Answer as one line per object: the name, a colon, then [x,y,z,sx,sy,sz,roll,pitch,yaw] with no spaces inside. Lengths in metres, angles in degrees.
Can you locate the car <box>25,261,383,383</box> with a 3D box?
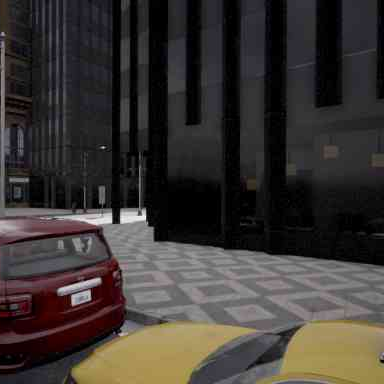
car: [1.046,1.525,2.213,4.829,1.417,1.752,0,0,36]

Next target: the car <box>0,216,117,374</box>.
car: [-3.233,1.314,5.265,5.009,1.841,2.192,0,0,36]
